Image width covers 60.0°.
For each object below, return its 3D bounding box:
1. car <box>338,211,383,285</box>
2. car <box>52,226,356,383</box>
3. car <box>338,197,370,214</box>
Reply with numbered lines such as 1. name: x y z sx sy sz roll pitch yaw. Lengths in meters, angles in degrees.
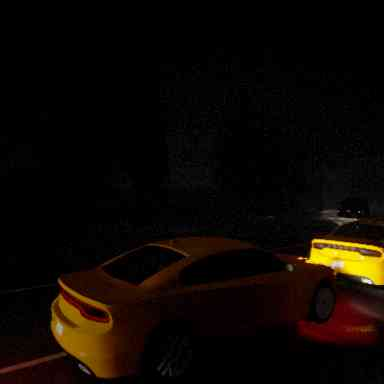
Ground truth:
1. car: 5.267 1.473 9.046 5.008 1.535 1.882 0 0 -38
2. car: 0.418 1.480 5.469 5.008 1.535 1.882 0 0 -36
3. car: 16.621 1.531 33.974 2.150 2.045 5.566 1 -1 37
